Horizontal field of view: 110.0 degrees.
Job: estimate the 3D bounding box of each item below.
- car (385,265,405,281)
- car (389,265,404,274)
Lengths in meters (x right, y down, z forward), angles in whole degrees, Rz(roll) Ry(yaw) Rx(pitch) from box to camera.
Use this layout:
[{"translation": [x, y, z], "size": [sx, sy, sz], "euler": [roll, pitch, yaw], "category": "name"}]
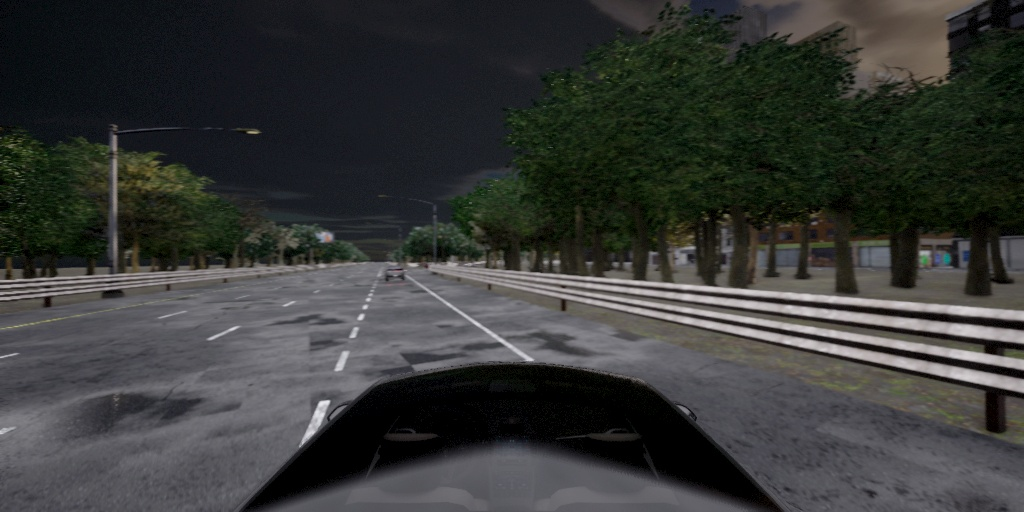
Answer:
[{"translation": [-12.208, 1.758, 37.336], "size": [2.128, 1.511, 4.902], "euler": [0, -1, -19], "category": "car"}, {"translation": [-18.260, 2.141, 56.862], "size": [1.895, 1.301, 4.718], "euler": [-1, -1, -12], "category": "car"}]
